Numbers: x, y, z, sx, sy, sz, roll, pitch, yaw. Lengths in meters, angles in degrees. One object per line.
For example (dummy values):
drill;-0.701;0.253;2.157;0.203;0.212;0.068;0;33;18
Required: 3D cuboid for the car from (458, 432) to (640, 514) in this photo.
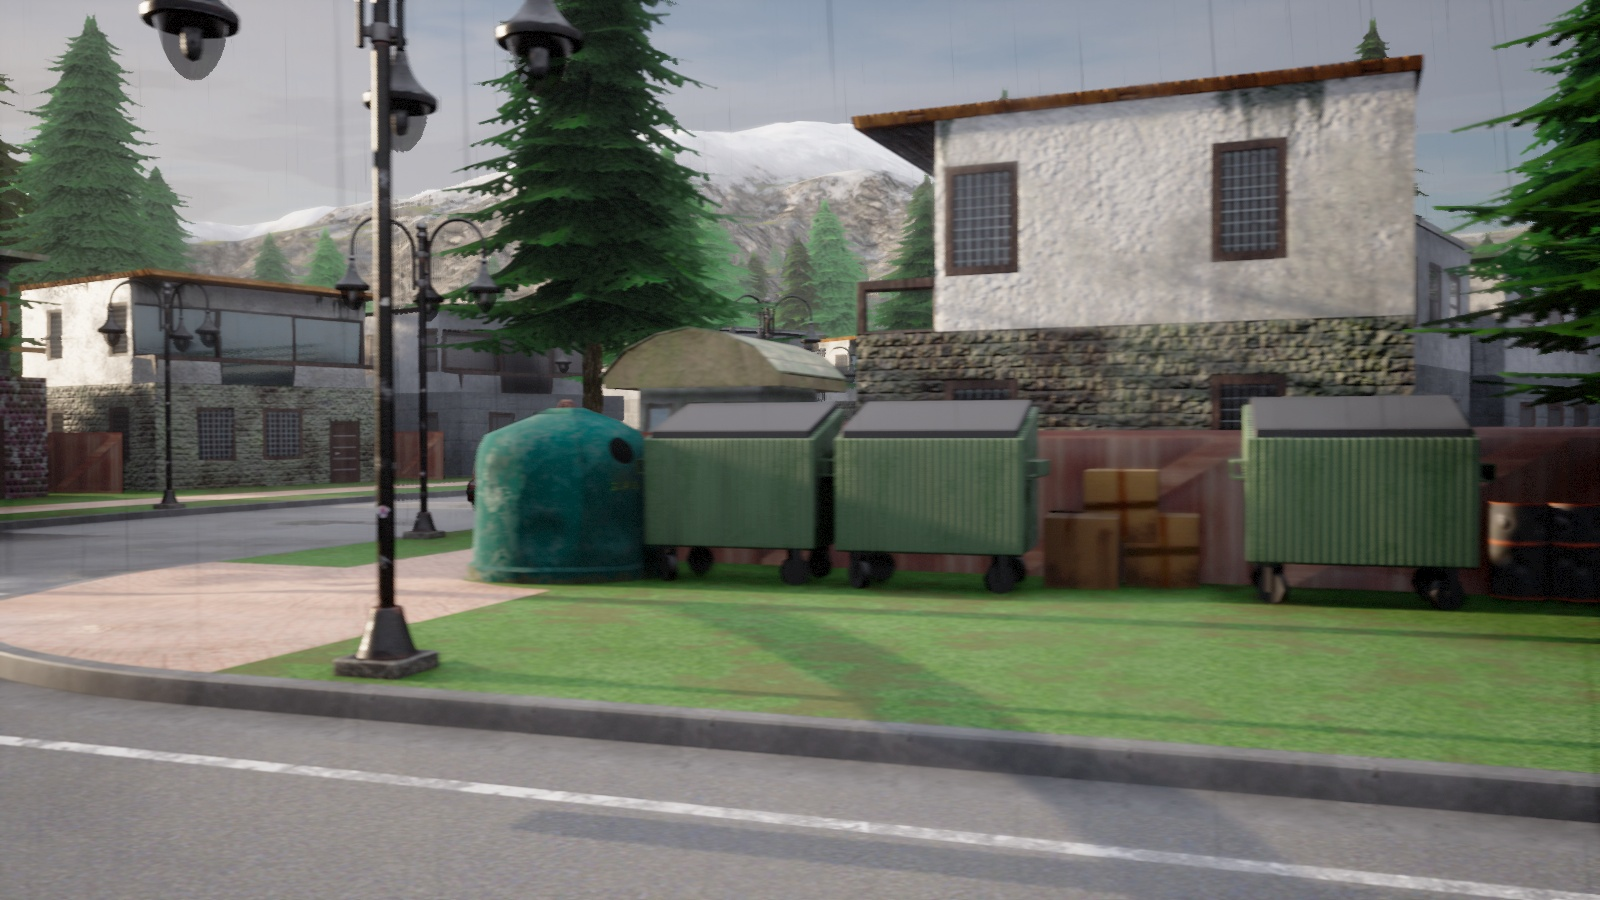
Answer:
car;-5.357;0.425;27.262;1.851;1.617;3.988;1;1;25
